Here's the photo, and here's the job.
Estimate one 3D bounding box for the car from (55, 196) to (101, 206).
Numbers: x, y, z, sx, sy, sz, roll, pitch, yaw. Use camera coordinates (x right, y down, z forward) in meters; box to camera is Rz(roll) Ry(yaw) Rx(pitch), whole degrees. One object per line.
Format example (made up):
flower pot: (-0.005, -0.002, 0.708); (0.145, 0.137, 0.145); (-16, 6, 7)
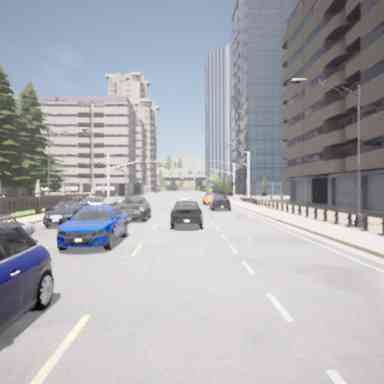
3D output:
car: (-7.536, 1.268, 20.718); (2.128, 1.511, 4.902); (0, 1, -1)

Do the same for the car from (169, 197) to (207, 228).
car: (-0.329, 1.260, 20.160); (1.837, 1.490, 4.892); (0, 1, -1)

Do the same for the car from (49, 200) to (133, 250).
car: (-3.878, 1.325, 13.689); (1.882, 1.535, 5.008); (0, 1, -1)

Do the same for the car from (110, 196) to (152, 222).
car: (-4.095, 1.081, 23.563); (2.097, 1.767, 4.553); (0, 1, -1)

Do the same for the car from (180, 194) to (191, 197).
car: (-0.867, 1.003, 43.188); (1.812, 1.442, 4.674); (0, 1, -1)

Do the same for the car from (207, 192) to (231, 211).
car: (2.816, 1.084, 33.752); (1.837, 1.490, 4.892); (0, 1, -1)

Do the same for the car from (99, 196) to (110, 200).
car: (-7.563, 1.045, 25.856); (1.812, 1.442, 4.674); (0, 1, -1)

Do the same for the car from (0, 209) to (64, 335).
car: (-3.670, 1.310, 4.507); (2.097, 1.767, 4.553); (0, 1, -1)

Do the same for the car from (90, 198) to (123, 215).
car: (-7.728, 1.258, 30.629); (1.895, 1.301, 4.718); (0, 1, -1)

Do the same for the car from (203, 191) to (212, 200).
car: (2.530, 0.796, 44.772); (2.097, 1.767, 4.553); (0, 1, -1)

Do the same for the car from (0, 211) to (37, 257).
car: (-7.331, 1.489, 11.433); (1.895, 1.301, 4.718); (0, 1, -1)
